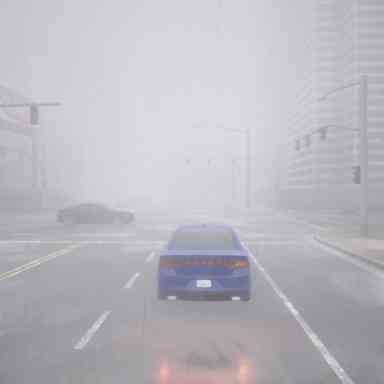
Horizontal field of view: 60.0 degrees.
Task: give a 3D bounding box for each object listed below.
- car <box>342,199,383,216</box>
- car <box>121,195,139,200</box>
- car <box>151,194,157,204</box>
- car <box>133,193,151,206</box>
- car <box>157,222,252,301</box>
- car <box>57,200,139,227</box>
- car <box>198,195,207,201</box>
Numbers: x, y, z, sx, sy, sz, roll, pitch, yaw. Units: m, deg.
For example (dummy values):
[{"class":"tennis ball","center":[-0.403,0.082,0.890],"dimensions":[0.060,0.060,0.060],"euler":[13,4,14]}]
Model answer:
[{"class":"car","center":[17.221,1.505,32.294],"dimensions":[4.892,1.490,1.837],"euler":[0,0,2]},{"class":"car","center":[-9.150,1.564,46.134],"dimensions":[1.994,1.385,4.181],"euler":[0,0,2]},{"class":"car","center":[-8.431,1.547,66.158],"dimensions":[2.033,1.411,5.357],"euler":[0,0,3]},{"class":"car","center":[-8.840,1.221,55.477],"dimensions":[2.150,2.045,5.566],"euler":[0,0,2]},{"class":"car","center":[0.306,1.478,8.383],"dimensions":[1.882,1.535,5.008],"euler":[0,0,2]},{"class":"car","center":[-6.371,1.477,22.228],"dimensions":[5.008,1.535,1.882],"euler":[0,0,2]},{"class":"car","center":[2.749,1.524,86.160],"dimensions":[1.812,1.442,4.674],"euler":[0,0,2]}]
